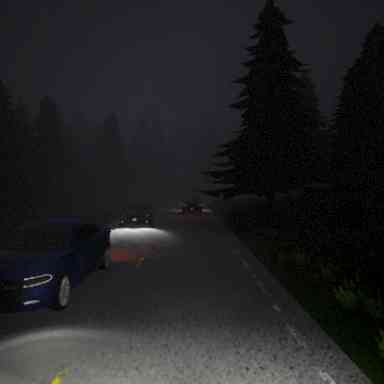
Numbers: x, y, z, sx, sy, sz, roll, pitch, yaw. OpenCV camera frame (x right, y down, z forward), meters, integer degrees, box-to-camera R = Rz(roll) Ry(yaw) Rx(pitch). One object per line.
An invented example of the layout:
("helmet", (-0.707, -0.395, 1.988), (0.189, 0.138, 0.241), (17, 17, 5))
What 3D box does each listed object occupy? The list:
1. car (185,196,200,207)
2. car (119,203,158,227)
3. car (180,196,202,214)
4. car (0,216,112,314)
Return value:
("car", (0.035, 1.208, 43.986), (1.895, 1.301, 4.718), (0, 1, 1))
("car", (-3.288, 1.375, 21.053), (1.994, 1.385, 4.181), (0, 0, 0))
("car", (0.007, 1.248, 31.039), (1.812, 1.442, 4.674), (0, 1, 0))
("car", (-3.296, 1.407, 7.848), (1.882, 1.535, 5.008), (0, 1, 0))
